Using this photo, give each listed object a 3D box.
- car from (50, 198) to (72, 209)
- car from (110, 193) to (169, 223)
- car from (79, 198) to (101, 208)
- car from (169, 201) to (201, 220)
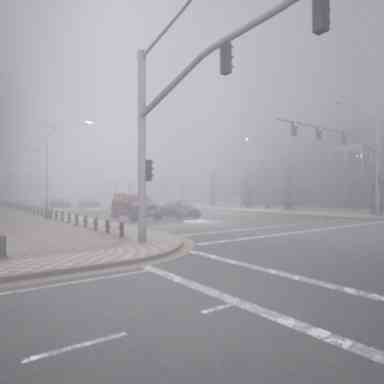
[{"bbox_3d":[-17.247,1.456,43.616,1.994,1.385,4.181,0,0,-35],"label":"car"},{"bbox_3d":[-4.287,1.114,25.082,2.150,2.045,5.566,0,0,-35],"label":"car"},{"bbox_3d":[-13.827,1.439,44.825,1.994,1.385,4.181,0,0,-35],"label":"car"},{"bbox_3d":[-1.078,1.439,26.623,1.994,1.385,4.181,0,0,-36],"label":"car"}]
